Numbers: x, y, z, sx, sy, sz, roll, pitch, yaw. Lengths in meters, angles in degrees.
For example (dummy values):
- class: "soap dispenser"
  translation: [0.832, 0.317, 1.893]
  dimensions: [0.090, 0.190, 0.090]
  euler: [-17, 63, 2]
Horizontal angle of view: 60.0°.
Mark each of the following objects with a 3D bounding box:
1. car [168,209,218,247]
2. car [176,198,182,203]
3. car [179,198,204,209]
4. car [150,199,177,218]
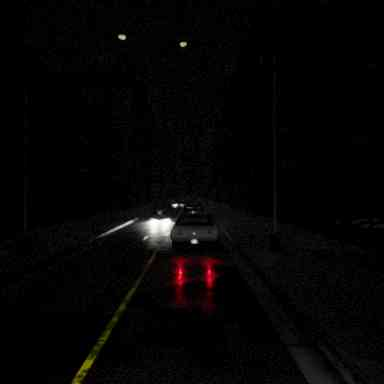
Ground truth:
- class: "car"
  translation: [0.097, 1.667, 15.323]
  dimensions: [1.895, 1.301, 4.718]
  euler: [0, 0, 0]
- class: "car"
  translation: [-2.749, 1.957, 73.054]
  dimensions: [1.895, 1.301, 4.718]
  euler: [0, 0, 0]
- class: "car"
  translation: [0.098, 1.636, 32.301]
  dimensions: [2.128, 1.511, 4.902]
  euler: [0, 0, 0]
- class: "car"
  translation: [-2.847, 1.632, 31.691]
  dimensions: [2.128, 1.511, 4.902]
  euler: [0, 0, 0]
